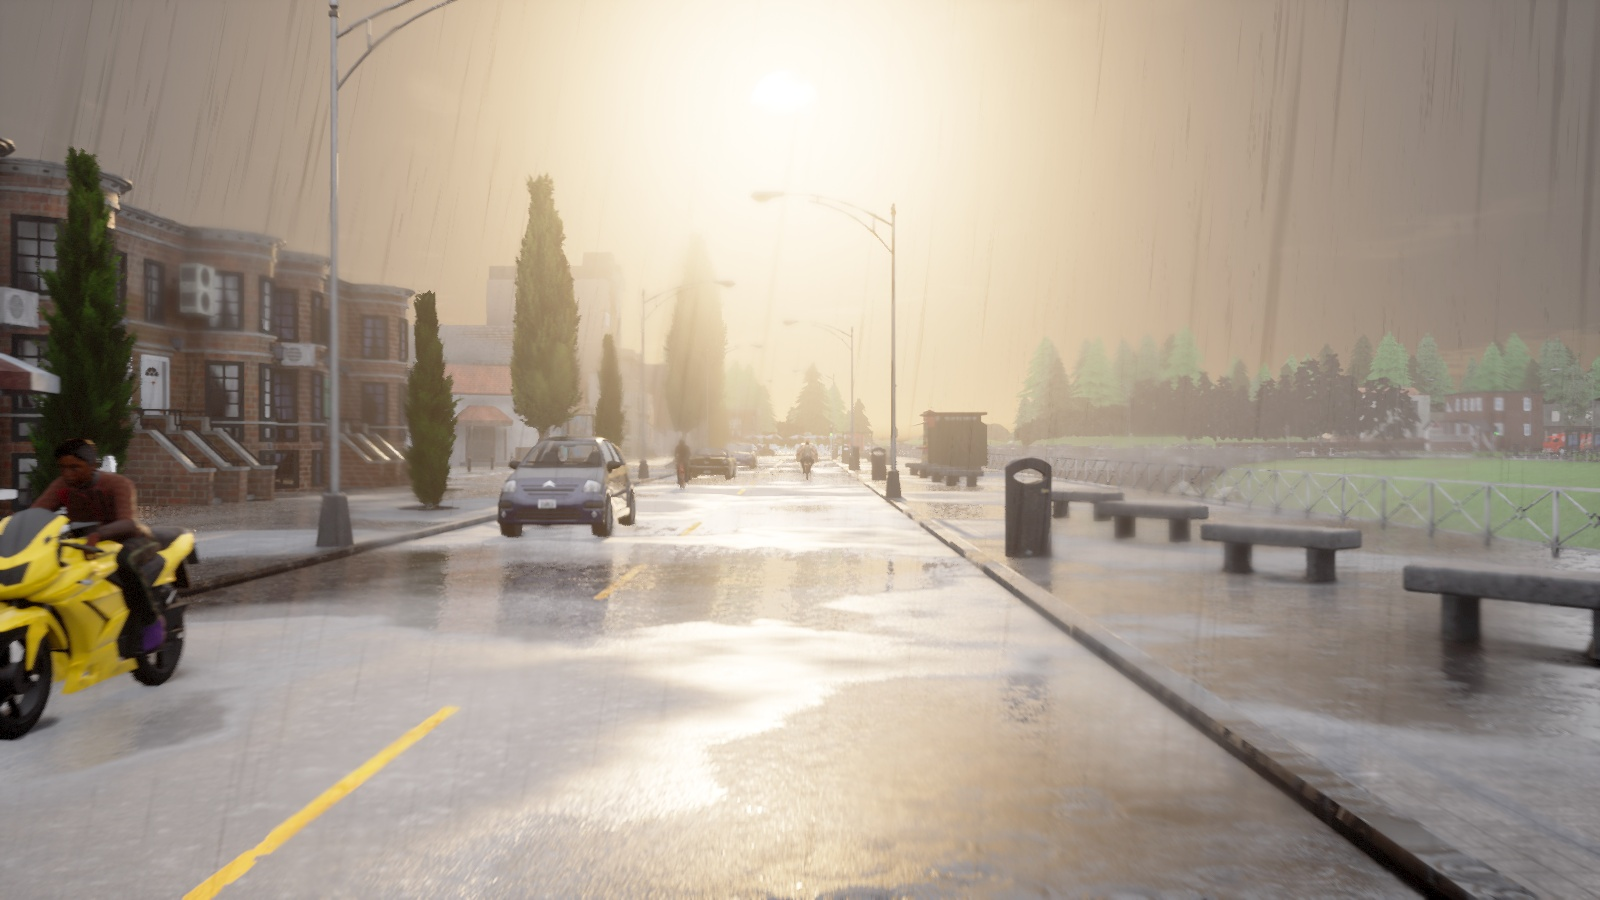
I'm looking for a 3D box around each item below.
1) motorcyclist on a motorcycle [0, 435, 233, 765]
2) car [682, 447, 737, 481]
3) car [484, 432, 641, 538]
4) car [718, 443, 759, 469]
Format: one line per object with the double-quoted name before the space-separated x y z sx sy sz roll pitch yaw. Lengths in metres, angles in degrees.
"motorcyclist on a motorcycle" -3.946 0.687 6.816 0.797 1.523 2.044 0 0 0
"car" -3.697 0.551 51.999 1.895 1.301 4.718 0 0 0
"car" -3.867 0.523 21.106 1.851 1.617 3.988 0 0 0
"car" -3.576 0.328 73.766 2.163 1.488 4.792 0 0 0
